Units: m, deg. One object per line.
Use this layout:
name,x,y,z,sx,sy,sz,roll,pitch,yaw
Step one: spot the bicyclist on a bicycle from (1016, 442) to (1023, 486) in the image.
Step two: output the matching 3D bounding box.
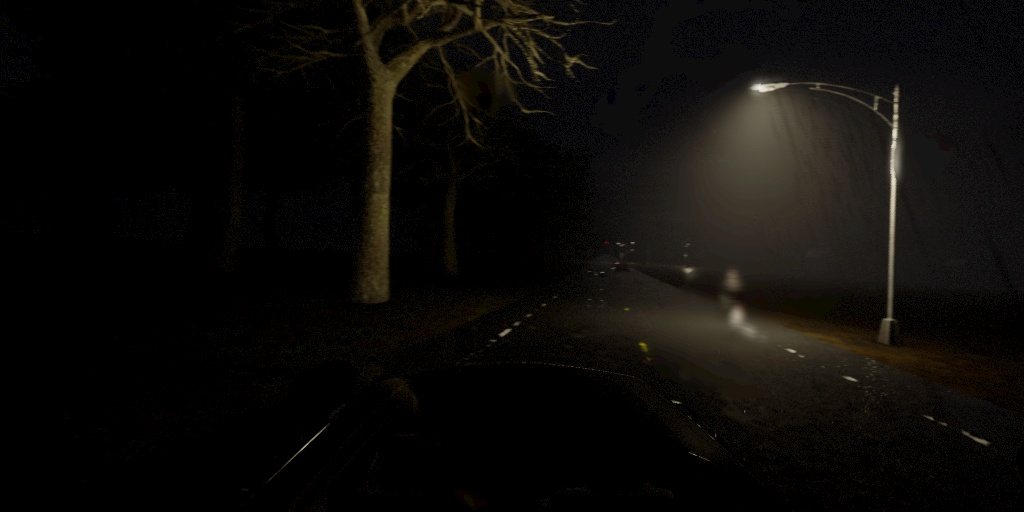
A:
bicyclist on a bicycle,4.392,1.373,2.469,0.582,1.620,1.656,2,-1,14

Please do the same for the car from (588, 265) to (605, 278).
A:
car,10.220,1.813,43.282,1.812,1.442,4.674,2,0,15

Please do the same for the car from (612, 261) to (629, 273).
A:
car,18.222,1.765,59.584,2.097,1.767,4.553,2,1,15

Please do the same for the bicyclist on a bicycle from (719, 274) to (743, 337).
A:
bicyclist on a bicycle,6.533,1.434,10.766,0.659,1.776,1.843,2,0,14
